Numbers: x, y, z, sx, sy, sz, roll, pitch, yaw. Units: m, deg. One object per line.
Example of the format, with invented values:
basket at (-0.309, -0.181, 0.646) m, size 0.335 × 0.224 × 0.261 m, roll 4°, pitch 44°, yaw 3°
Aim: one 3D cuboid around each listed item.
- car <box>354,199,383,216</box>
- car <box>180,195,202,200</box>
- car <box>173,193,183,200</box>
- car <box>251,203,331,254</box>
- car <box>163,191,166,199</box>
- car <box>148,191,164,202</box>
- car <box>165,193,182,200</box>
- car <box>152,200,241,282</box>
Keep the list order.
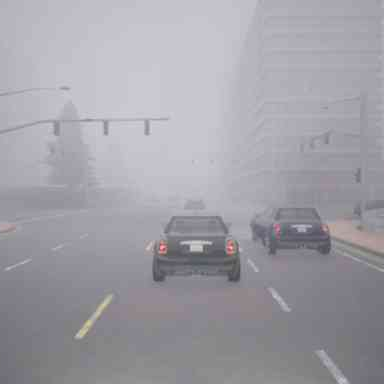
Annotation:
car at (14.952, 1.292, 25.787) m, size 4.674 × 1.442 × 1.812 m, roll 0°, pitch 0°, yaw -10°
car at (0.262, 1.247, 32.086) m, size 2.128 × 1.511 × 4.902 m, roll 0°, pitch 1°, yaw 0°
car at (-3.093, 0.989, 75.841) m, size 2.128 × 1.511 × 4.902 m, roll 0°, pitch 0°, yaw 0°
car at (3.654, 1.260, 13.118) m, size 2.097 × 1.767 × 4.553 m, roll 0°, pitch 0°, yaw 1°
car at (-6.593, 0.987, 75.846) m, size 1.812 × 1.442 × 4.674 m, roll 0°, pitch 0°, yaw 0°
car at (-6.717, 1.075, 60.515) m, size 1.837 × 1.490 × 4.892 m, roll 0°, pitch 1°, yaw 1°
car at (-3.217, 1.135, 60.524) m, size 1.994 × 1.385 × 4.181 m, roll 0°, pitch 0°, yaw 1°
car at (0.124, 1.283, 9.705) m, size 2.097 × 1.767 × 4.553 m, roll 0°, pitch 0°, yaw 1°
